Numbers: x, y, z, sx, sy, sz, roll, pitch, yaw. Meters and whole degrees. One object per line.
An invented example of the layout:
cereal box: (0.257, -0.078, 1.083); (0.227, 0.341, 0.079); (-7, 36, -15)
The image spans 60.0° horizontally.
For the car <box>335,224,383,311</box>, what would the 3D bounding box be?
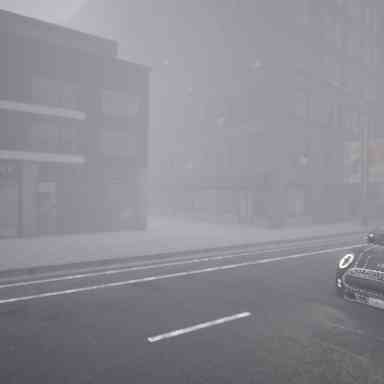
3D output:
car: (5.169, 1.427, 7.282); (4.553, 1.767, 2.097); (1, 0, -35)

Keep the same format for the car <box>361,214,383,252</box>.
car: (9.817, 1.699, 14.576); (5.357, 1.411, 2.033); (1, 0, -36)
